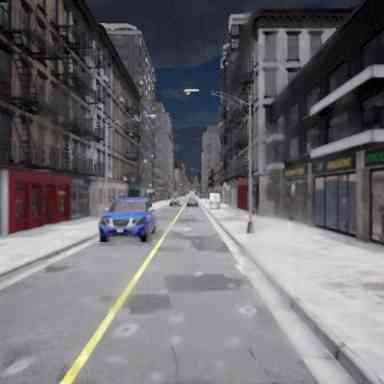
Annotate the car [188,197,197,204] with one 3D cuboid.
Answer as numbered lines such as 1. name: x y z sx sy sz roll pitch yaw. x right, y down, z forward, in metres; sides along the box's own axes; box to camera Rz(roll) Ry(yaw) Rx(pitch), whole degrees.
1. car: 0.061 1.830 74.473 2.033 1.411 5.357 0 0 0

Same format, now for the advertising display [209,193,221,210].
1. advertising display: 3.183 1.318 46.239 1.540 2.440 0.280 0 0 0

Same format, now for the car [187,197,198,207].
1. car: 0.077 1.945 59.204 1.994 1.385 4.181 0 -1 1

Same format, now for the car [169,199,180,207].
1. car: -2.992 1.920 58.343 2.033 1.411 5.357 0 0 1

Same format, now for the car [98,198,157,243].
1. car: -3.087 1.322 17.065 2.150 2.045 5.566 0 0 0
